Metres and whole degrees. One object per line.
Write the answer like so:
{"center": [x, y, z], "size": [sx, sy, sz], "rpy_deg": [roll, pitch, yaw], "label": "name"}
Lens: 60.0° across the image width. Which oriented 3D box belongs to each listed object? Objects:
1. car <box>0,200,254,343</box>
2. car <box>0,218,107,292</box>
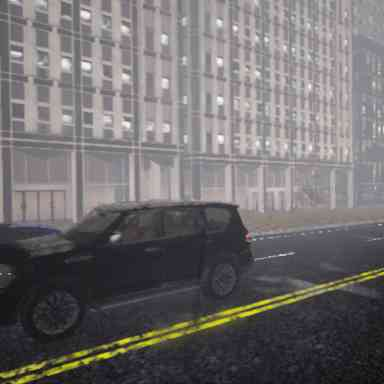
{"center": [-1.197, 1.221, 6.811], "size": [5.566, 2.045, 2.150], "rpy_deg": [0, 0, -35], "label": "car"}
{"center": [-4.696, 1.525, 8.300], "size": [4.674, 1.442, 1.812], "rpy_deg": [0, 0, -36], "label": "car"}
